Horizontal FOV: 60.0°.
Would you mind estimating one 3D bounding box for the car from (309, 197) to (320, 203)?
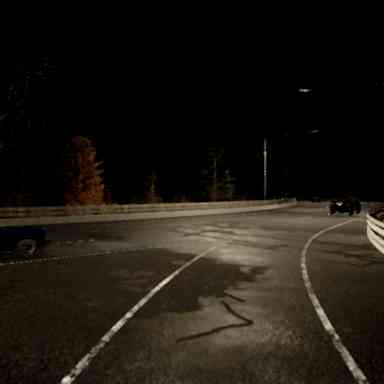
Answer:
[{"bbox_3d":[29.626,1.890,80.483,2.128,1.511,4.902,0,0,12],"label":"car"}]

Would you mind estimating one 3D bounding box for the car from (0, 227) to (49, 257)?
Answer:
[{"bbox_3d":[-7.558,1.628,11.475,4.718,1.301,1.895,0,0,-36],"label":"car"}]

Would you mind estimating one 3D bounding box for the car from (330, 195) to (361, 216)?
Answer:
[{"bbox_3d":[16.159,1.388,34.989,2.150,2.045,5.566,0,0,36],"label":"car"}]
